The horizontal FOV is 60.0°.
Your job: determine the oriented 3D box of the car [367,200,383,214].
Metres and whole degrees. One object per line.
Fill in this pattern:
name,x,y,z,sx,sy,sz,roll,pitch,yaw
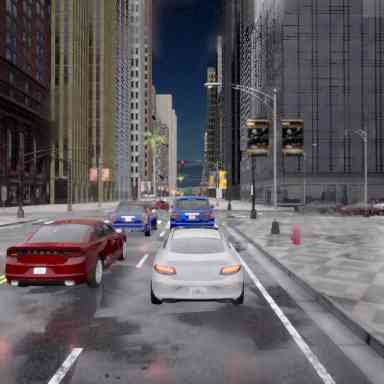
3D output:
car,21.763,1.568,35.968,4.674,1.442,1.812,0,-1,-1

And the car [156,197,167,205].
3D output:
car,-6.476,1.902,70.568,1.812,1.442,4.674,0,0,0

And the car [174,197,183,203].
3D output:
car,-3.222,2.021,81.449,1.994,1.385,4.181,0,0,0

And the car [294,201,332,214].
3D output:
car,13.210,1.635,35.840,4.181,1.385,1.994,0,-1,-1

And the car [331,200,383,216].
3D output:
car,15.325,1.577,30.101,4.206,1.307,1.802,0,0,-1

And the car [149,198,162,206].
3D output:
car,-6.550,1.805,60.610,1.837,1.490,4.892,0,0,1

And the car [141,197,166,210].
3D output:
car,-4.219,1.689,40.417,1.812,1.442,4.674,1,0,22

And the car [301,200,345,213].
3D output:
car,15.197,1.662,38.624,4.313,1.339,1.947,0,0,-1

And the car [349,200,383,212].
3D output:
car,20.837,1.643,38.710,4.313,1.339,1.947,0,0,-1

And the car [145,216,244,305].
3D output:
car,0.102,1.534,8.003,1.812,1.442,4.674,0,0,0

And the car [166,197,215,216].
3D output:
car,0.032,1.257,17.705,2.150,2.045,5.566,0,0,1

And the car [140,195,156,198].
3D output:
car,-6.582,1.452,50.898,2.150,2.045,5.566,0,0,0

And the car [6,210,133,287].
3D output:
car,-3.149,1.489,9.373,1.882,1.535,5.008,0,0,0

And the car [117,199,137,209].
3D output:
car,-9.830,1.778,50.855,2.033,1.411,5.357,0,0,0

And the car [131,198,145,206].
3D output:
car,-9.798,1.827,60.765,1.812,1.442,4.674,0,0,1

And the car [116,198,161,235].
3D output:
car,-3.144,1.391,18.600,2.097,1.767,4.553,0,0,0

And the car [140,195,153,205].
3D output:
car,-9.726,1.609,71.339,2.150,2.045,5.566,0,0,0
